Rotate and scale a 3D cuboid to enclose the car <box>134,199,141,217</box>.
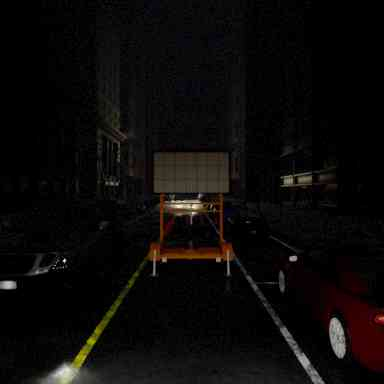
[{"bbox_3d":[-5.819,1.575,28.191,1.947,1.339,4.313,0,0,0],"label":"car"}]

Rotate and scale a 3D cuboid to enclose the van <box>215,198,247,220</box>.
[{"bbox_3d":[2.717,1.347,22.588,1.690,1.788,3.998,0,0,0],"label":"van"}]

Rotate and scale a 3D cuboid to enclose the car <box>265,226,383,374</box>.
[{"bbox_3d":[2.753,1.545,5.680,1.887,1.381,4.507,0,0,0],"label":"car"}]

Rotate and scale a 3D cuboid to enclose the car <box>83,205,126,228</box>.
[{"bbox_3d":[-5.807,1.588,22.555,1.802,1.307,4.206,0,0,0],"label":"car"}]

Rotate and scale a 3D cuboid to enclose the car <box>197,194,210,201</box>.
[{"bbox_3d":[2.636,1.360,62.042,2.192,1.841,5.009,0,0,0],"label":"car"}]

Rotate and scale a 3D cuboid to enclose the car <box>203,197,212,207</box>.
[{"bbox_3d":[2.683,1.570,39.497,2.008,1.369,4.403,0,0,0],"label":"car"}]

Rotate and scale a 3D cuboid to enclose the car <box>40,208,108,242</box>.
[{"bbox_3d":[-5.796,1.569,16.917,1.947,1.339,4.313,0,0,0],"label":"car"}]

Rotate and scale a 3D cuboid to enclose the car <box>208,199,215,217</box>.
[{"bbox_3d":[2.706,1.560,28.225,2.008,1.369,4.403,0,0,0],"label":"car"}]

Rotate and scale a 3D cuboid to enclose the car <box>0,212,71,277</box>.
[{"bbox_3d":[-5.784,1.526,11.111,1.752,1.417,4.829,0,0,0],"label":"car"}]

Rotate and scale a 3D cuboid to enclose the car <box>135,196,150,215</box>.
[{"bbox_3d":[-5.831,1.454,33.828,1.967,1.590,4.097,0,0,0],"label":"car"}]

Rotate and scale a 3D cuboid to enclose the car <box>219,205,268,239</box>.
[{"bbox_3d":[2.729,1.554,16.952,2.008,1.369,4.403,0,0,0],"label":"car"}]

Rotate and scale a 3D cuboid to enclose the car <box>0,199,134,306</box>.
[{"bbox_3d":[-3.115,1.222,8.389,2.150,2.045,5.566,0,0,0],"label":"car"}]

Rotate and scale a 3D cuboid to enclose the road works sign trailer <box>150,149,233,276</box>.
[{"bbox_3d":[-0.018,0.465,10.331,2.380,3.560,2.880,0,0,0],"label":"road works sign trailer"}]

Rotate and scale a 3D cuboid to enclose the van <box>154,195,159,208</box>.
[{"bbox_3d":[-5.854,1.366,45.101,1.690,1.788,3.998,0,0,0],"label":"van"}]

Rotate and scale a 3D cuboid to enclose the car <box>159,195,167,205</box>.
[{"bbox_3d":[-5.877,1.352,56.373,2.192,1.841,5.009,0,0,0],"label":"car"}]

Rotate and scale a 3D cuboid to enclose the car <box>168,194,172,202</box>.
[{"bbox_3d":[-5.923,1.616,78.920,1.887,1.381,4.507,0,0,0],"label":"car"}]

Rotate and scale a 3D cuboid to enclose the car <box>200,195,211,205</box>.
[{"bbox_3d":[2.660,1.576,50.769,1.887,1.381,4.507,0,0,0],"label":"car"}]

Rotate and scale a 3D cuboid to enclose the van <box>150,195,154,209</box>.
[{"bbox_3d":[-5.843,1.360,39.464,1.690,1.788,3.998,0,0,0],"label":"van"}]

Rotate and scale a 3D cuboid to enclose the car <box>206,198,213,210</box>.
[{"bbox_3d":[2.694,1.596,33.861,1.802,1.307,4.206,0,0,0],"label":"car"}]

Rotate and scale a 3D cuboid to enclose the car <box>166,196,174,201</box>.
[{"bbox_3d":[-5.946,1.658,90.193,1.947,1.339,4.313,0,0,0],"label":"car"}]

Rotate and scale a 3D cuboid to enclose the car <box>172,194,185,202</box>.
[{"bbox_3d":[-3.157,1.596,78.128,1.812,1.442,4.674,0,0,0],"label":"car"}]
